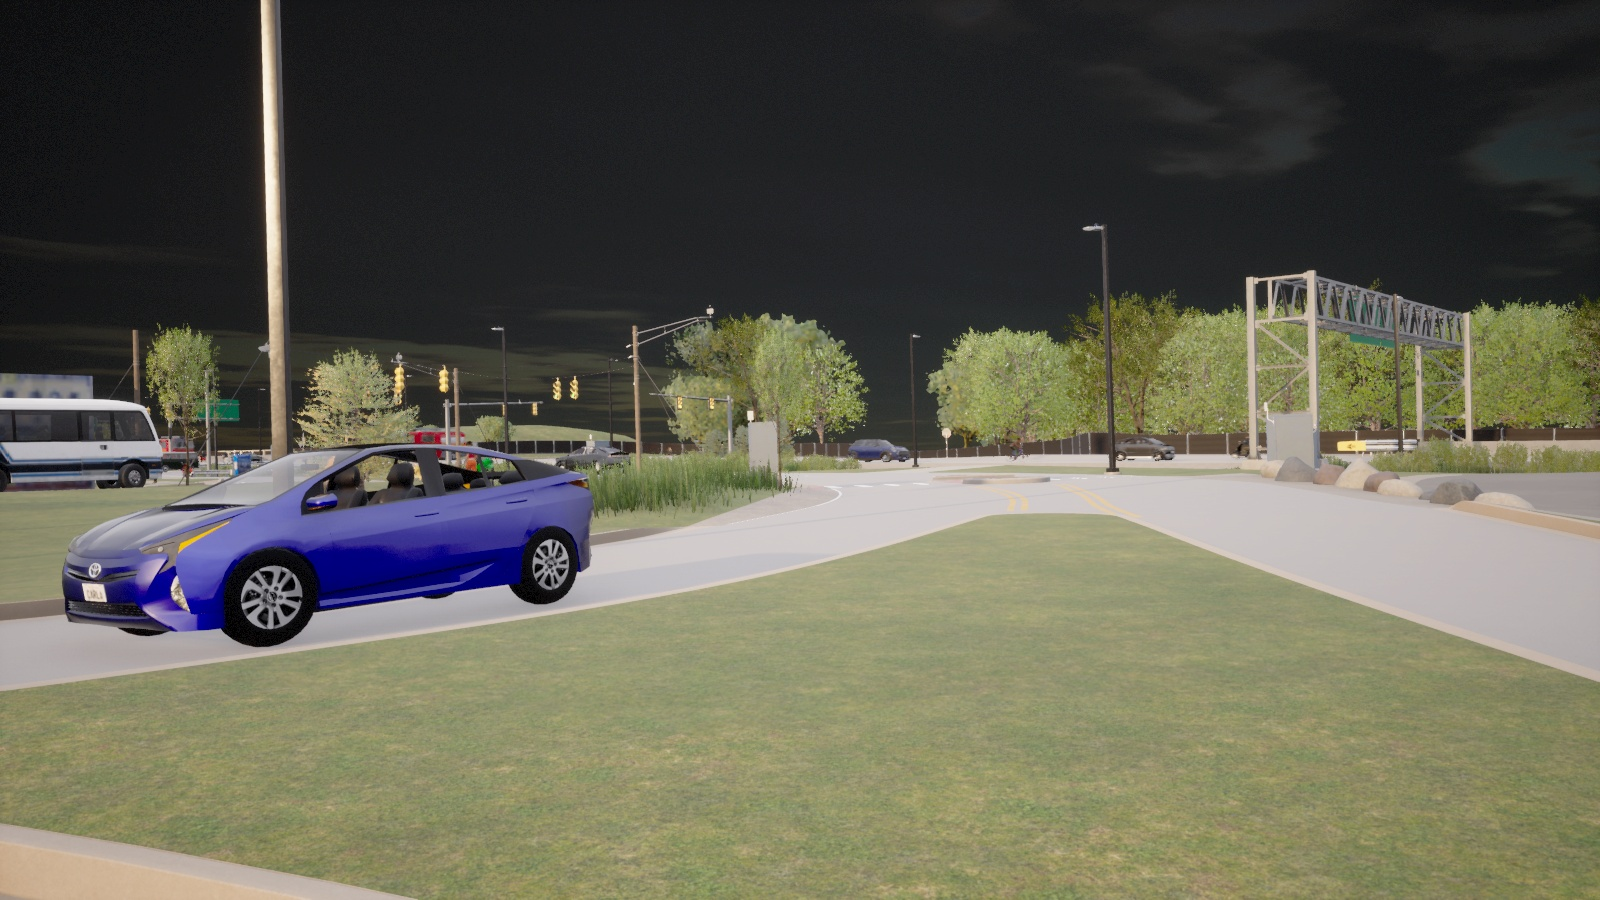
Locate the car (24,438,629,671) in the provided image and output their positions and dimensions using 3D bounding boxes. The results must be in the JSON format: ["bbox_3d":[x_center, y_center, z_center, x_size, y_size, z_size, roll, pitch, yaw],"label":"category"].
[{"bbox_3d":[-3.811,0.737,10.917,2.007,1.525,4.514,-3,-1,35],"label":"car"}]

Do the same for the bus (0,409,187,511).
[{"bbox_3d":[-33.482,0.457,55.898,3.944,4.253,10.273,-4,-1,41],"label":"bus"}]

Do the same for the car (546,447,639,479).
[{"bbox_3d":[-10.971,0.717,66.253,4.902,1.511,2.128,-2,0,41],"label":"car"}]

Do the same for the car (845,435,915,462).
[{"bbox_3d":[5.620,-0.086,88.671,4.553,1.767,2.097,-2,0,41],"label":"car"}]

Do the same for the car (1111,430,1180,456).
[{"bbox_3d":[21.787,-0.447,79.205,3.705,1.549,1.789,-2,0,41],"label":"car"}]
